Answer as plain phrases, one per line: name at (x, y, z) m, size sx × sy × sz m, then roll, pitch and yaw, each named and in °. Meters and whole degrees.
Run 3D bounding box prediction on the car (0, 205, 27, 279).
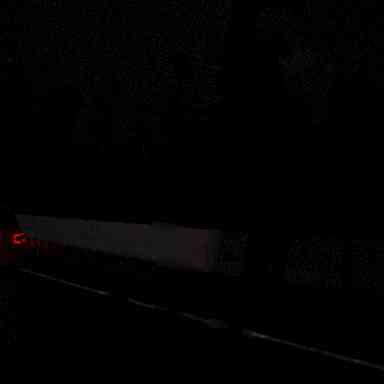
car at (-6.816, 1.364, 9.449) m, size 5.566 × 2.045 × 2.150 m, roll 0°, pitch 0°, yaw 39°
